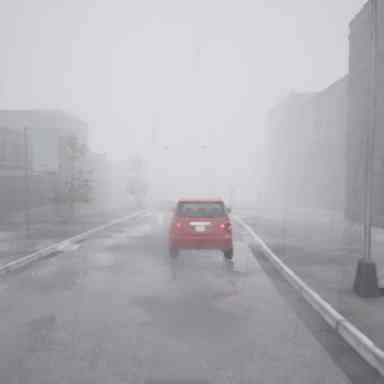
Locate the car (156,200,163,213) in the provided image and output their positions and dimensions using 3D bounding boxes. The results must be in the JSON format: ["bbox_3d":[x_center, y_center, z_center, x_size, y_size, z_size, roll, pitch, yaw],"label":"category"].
[{"bbox_3d":[-2.725,1.581,36.295,1.994,1.385,4.181,0,0,1],"label":"car"}]

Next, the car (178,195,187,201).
[{"bbox_3d":[-2.150,1.385,76.725,1.812,1.442,4.674,0,0,1],"label":"car"}]

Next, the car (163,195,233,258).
[{"bbox_3d":[0.371,1.230,12.974,2.150,2.045,5.566,0,0,2],"label":"car"}]

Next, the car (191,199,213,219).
[{"bbox_3d":[0.884,1.494,30.553,1.882,1.535,5.008,0,0,1],"label":"car"}]
